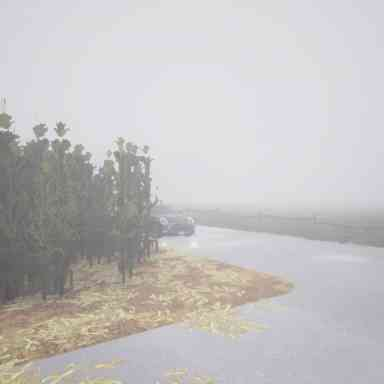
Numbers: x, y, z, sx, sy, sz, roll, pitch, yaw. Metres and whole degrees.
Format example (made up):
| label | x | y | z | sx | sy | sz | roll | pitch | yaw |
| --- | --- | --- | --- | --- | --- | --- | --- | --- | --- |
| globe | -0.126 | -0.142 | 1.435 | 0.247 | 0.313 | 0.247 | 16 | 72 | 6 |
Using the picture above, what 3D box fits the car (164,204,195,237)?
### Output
| label | x | y | z | sx | sy | sz | roll | pitch | yaw |
| --- | --- | --- | --- | --- | --- | --- | --- | --- | --- |
| car | -1.781 | 1.435 | 17.939 | 2.097 | 1.767 | 4.553 | 0 | -1 | -35 |
